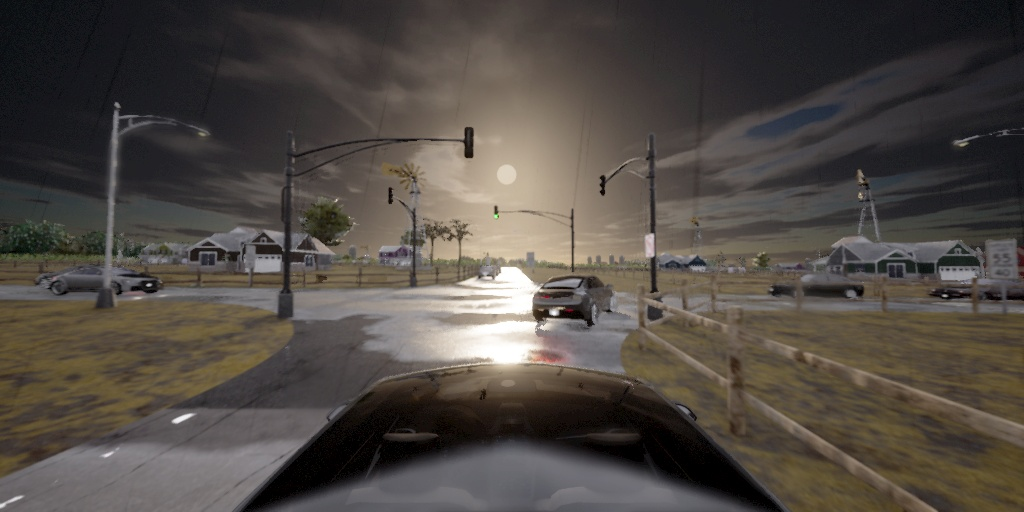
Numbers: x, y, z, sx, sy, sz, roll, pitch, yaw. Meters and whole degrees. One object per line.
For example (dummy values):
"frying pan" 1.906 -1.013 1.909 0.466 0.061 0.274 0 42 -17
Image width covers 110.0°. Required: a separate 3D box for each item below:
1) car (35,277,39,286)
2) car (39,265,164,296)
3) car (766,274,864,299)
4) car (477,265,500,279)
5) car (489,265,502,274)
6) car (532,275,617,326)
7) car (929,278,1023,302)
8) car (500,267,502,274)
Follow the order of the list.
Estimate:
"car" -25.624 1.263 21.724 4.892 1.490 1.837 1 -2 0
"car" -20.198 1.243 18.010 4.181 1.385 1.994 1 -2 0
"car" 18.144 1.815 21.628 5.008 1.535 1.882 1 -2 0
"car" -2.825 1.825 40.973 2.128 1.511 4.902 0 -1 1
"car" -2.764 2.245 60.611 1.994 1.385 4.181 0 -1 0
"car" 2.289 1.392 12.466 1.837 1.490 4.892 -3 -2 27
"car" 28.725 2.062 21.617 5.357 1.411 2.033 1 -2 0
"car" -2.792 2.050 50.731 2.033 1.411 5.357 0 -1 1
